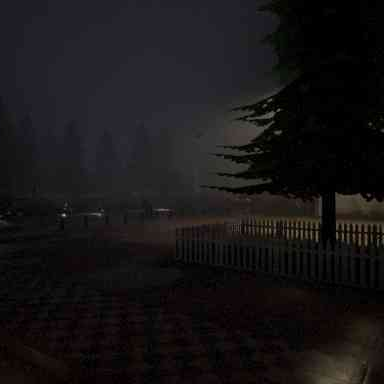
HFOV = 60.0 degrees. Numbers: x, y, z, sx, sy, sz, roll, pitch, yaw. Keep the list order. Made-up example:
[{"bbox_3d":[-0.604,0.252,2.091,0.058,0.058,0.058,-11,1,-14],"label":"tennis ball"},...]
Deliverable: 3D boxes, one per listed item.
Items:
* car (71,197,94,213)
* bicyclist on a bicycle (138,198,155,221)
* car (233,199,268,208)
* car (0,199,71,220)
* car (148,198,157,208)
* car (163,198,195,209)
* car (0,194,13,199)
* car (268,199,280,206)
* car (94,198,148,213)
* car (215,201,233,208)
[{"bbox_3d":[-12.554,1.352,36.419,2.097,1.767,4.553,0,0,36],"label":"car"},{"bbox_3d":[-3.363,1.302,24.363,1.656,1.620,0.582,0,0,35],"label":"bicyclist on a bicycle"},{"bbox_3d":[8.425,1.221,47.423,2.150,2.045,5.566,0,0,36],"label":"car"},{"bbox_3d":[-13.668,1.547,28.831,2.033,1.411,5.357,0,0,35],"label":"car"},{"bbox_3d":[-6.608,1.526,44.753,1.812,1.442,4.674,0,0,36],"label":"car"},{"bbox_3d":[-1.653,1.547,45.656,2.033,1.411,5.357,0,0,36],"label":"car"},{"bbox_3d":[-18.155,1.222,28.566,2.150,2.045,5.566,0,0,35],"label":"car"},{"bbox_3d":[14.335,1.547,55.724,2.033,1.411,5.357,0,0,36],"label":"car"},{"bbox_3d":[-7.822,1.547,37.028,2.033,1.411,5.357,0,0,35],"label":"car"},{"bbox_3d":[5.157,1.564,48.940,1.994,1.385,4.181,0,0,35],"label":"car"}]
